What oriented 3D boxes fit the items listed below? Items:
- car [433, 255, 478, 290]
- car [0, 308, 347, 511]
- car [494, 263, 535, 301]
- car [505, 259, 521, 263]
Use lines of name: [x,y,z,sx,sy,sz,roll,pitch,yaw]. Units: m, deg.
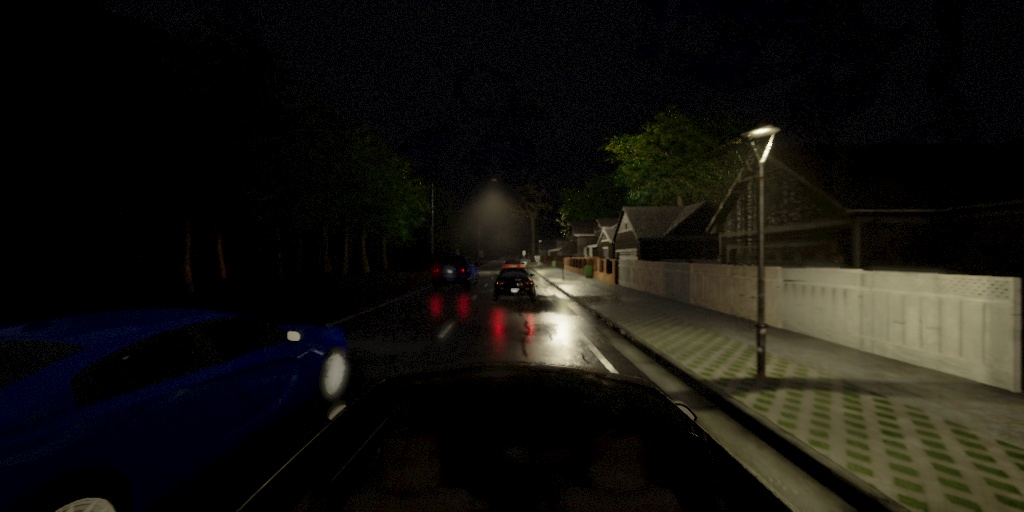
car: [-3.399,0.957,22.346,2.150,2.045,5.566,0,0,0]
car: [-3.399,1.227,3.394,1.882,1.535,5.008,0,0,0]
car: [0.103,1.266,17.233,1.812,1.442,4.674,0,0,0]
car: [0.102,1.069,34.817,2.097,1.767,4.553,0,0,0]
